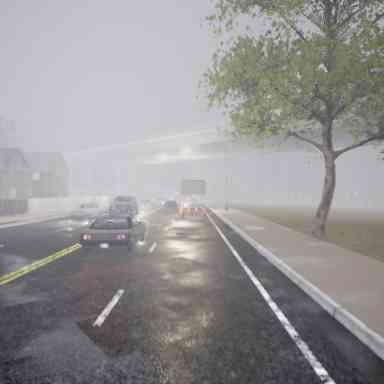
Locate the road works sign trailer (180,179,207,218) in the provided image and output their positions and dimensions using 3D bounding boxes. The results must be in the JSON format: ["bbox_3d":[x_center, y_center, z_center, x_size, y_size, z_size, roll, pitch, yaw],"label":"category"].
[{"bbox_3d":[0.138,0.595,31.723,2.380,3.560,2.880,0,0,-3],"label":"road works sign trailer"}]

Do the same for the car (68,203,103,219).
[{"bbox_3d":[-9.841,1.728,30.940,1.895,1.301,4.718,0,0,0],"label":"car"}]

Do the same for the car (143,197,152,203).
[{"bbox_3d":[-9.979,1.714,73.449,2.033,1.411,5.357,0,0,-1],"label":"car"}]

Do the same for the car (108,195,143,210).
[{"bbox_3d":[-6.588,1.358,32.527,2.150,2.045,5.566,0,-1,0],"label":"car"}]

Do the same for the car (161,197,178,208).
[{"bbox_3d":[-3.218,1.785,51.518,1.994,1.385,4.181,0,0,0],"label":"car"}]

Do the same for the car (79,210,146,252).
[{"bbox_3d":[-3.149,1.659,14.202,1.895,1.301,4.718,0,0,0],"label":"car"}]

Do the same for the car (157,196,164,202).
[{"bbox_3d":[-6.735,1.603,74.092,1.994,1.385,4.181,0,0,-1],"label":"car"}]
